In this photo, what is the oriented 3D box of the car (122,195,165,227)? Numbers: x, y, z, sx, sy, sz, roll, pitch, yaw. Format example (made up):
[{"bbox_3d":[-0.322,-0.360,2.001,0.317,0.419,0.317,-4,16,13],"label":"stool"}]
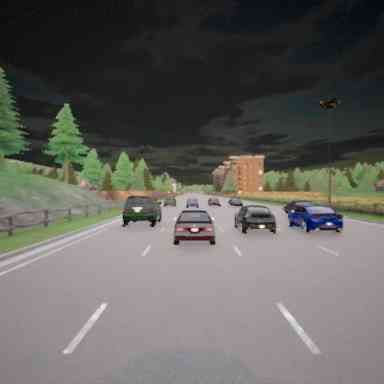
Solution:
[{"bbox_3d":[-3.403,1.245,23.381,2.150,2.045,5.566,0,0,0],"label":"car"}]

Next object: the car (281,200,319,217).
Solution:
[{"bbox_3d":[10.594,1.575,33.128,2.033,1.411,5.357,0,0,0],"label":"car"}]

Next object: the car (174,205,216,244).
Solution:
[{"bbox_3d":[0.104,1.562,15.821,2.033,1.411,5.357,0,0,0],"label":"car"}]

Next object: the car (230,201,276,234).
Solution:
[{"bbox_3d":[3.599,1.523,19.549,1.837,1.490,4.892,0,0,0],"label":"car"}]

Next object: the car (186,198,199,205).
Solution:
[{"bbox_3d":[0.055,1.594,51.401,2.033,1.411,5.357,0,0,0],"label":"car"}]

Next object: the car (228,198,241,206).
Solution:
[{"bbox_3d":[7.032,1.612,54.214,1.994,1.385,4.181,0,0,0],"label":"car"}]

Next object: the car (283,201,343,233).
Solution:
[{"bbox_3d":[7.099,1.494,19.663,1.882,1.535,5.008,0,0,0],"label":"car"}]

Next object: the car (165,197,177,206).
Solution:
[{"bbox_3d":[-3.468,1.542,54.136,2.128,1.511,4.902,0,0,0],"label":"car"}]

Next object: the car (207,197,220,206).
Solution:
[{"bbox_3d":[3.535,1.597,54.665,2.033,1.411,5.357,0,0,0],"label":"car"}]
